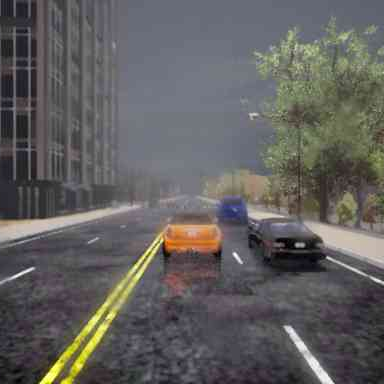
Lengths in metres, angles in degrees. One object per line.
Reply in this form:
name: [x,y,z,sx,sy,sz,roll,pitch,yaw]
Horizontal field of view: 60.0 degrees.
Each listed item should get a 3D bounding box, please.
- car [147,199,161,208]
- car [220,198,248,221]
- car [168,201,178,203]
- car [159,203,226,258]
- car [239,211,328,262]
car: [-6.529,2.038,57.531,1.837,1.490,4.892,0,-1,1]
car: [3.260,1.479,27.553,2.150,2.045,5.566,0,0,0]
car: [-3.275,2.134,57.766,1.895,1.301,4.718,0,-1,0]
car: [0.020,1.475,13.416,2.097,1.767,4.553,0,-1,0]
car: [3.261,1.663,12.515,2.033,1.411,5.357,0,-1,0]
